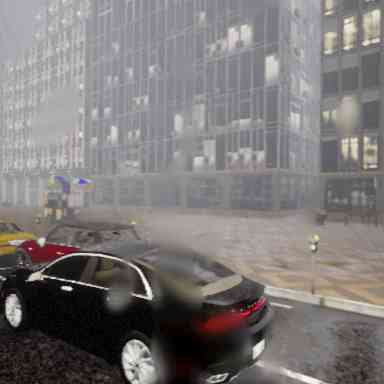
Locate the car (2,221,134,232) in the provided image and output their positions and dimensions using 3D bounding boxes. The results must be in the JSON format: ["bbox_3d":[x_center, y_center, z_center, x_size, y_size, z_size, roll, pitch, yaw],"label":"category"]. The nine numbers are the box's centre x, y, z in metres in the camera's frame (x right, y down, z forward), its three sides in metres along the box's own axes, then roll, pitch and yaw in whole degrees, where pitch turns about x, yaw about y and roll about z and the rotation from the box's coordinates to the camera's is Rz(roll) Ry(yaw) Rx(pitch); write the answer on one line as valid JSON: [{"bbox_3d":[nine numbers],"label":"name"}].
[{"bbox_3d":[-2.985,1.508,8.836,4.097,1.590,1.967,0,0,37],"label":"car"}]

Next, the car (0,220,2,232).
[{"bbox_3d":[-7.554,1.599,12.240,4.829,1.417,1.752,0,0,37],"label":"car"}]

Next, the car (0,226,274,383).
[{"bbox_3d":[-1.181,1.551,5.264,4.892,1.490,1.837,0,-1,37],"label":"car"}]
